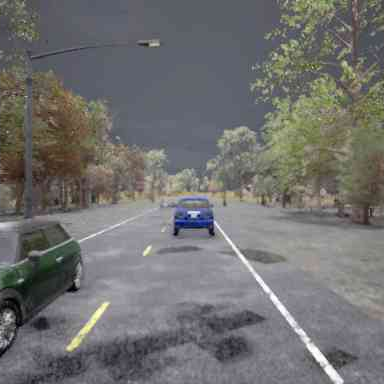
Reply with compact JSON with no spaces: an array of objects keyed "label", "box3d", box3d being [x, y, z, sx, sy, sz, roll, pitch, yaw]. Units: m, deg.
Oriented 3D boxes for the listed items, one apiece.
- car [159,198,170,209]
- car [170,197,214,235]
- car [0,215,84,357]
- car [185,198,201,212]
[{"label":"car","box3d":[-3.566,1.642,47.266,2.128,1.511,4.902,0,0,0]},{"label":"car","box3d":[0.103,1.289,19.426,2.150,2.045,5.566,0,0,0]},{"label":"car","box3d":[-3.601,1.374,5.998,2.097,1.767,4.553,0,0,0]},{"label":"car","box3d":[0.103,1.612,41.840,1.882,1.535,5.008,0,0,0]}]
